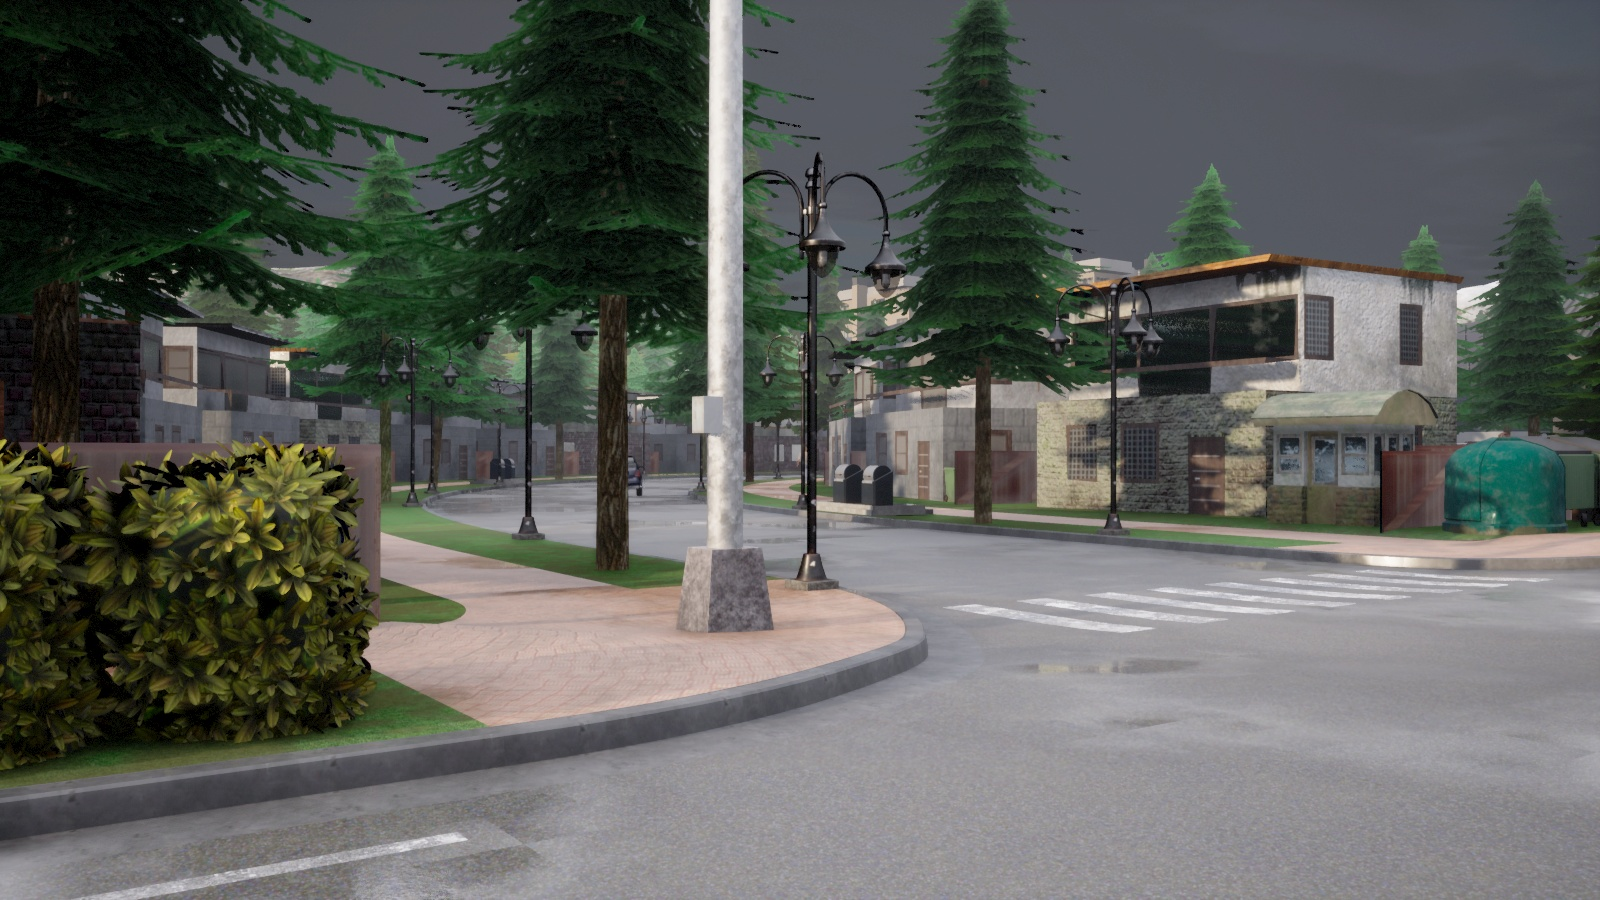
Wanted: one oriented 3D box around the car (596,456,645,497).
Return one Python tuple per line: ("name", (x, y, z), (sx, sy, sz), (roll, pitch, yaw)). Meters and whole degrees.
("car", (-7.015, 1.016, 49.296), (1.789, 1.549, 3.705), (0, 0, -7))
